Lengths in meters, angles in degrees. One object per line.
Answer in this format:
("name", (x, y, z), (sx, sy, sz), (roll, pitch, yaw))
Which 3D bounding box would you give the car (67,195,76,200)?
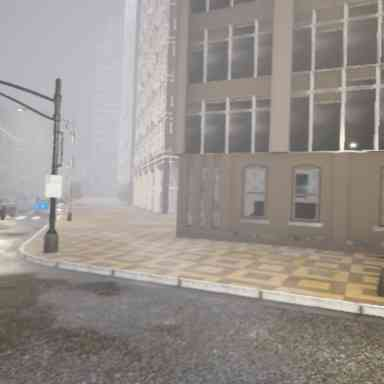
("car", (-31.512, 1.449, 87.013), (1.947, 1.339, 4.313), (2, -1, -17))

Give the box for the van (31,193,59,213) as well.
("van", (-14.983, 1.185, 34.011), (1.690, 1.788, 3.998), (3, -1, -17))

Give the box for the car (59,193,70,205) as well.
("car", (-21.598, 1.382, 55.213), (1.887, 1.381, 4.507), (3, -1, -17))

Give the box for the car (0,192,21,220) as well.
("car", (-14.826, 1.105, 25.211), (2.097, 1.767, 4.553), (2, -1, -17))

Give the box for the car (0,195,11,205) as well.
("car", (-27.465, 1.085, 47.570), (1.947, 1.339, 4.313), (3, -1, -17))

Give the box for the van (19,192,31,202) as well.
("van", (-32.411, 0.864, 63.474), (1.690, 1.788, 3.998), (3, -1, -17))

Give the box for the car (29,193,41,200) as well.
("car", (-37.371, 0.990, 79.371), (1.967, 1.590, 4.097), (2, -1, -17))

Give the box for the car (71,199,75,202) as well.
("car", (-26.547, 1.160, 71.119), (2.192, 1.841, 5.009), (2, -1, -17))

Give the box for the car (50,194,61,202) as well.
("car", (-29.525, 1.221, 72.037), (1.882, 1.535, 5.008), (2, -1, -17))

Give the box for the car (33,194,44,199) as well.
("car", (-39.030, 1.147, 84.671), (1.802, 1.307, 4.206), (2, -1, -17))
